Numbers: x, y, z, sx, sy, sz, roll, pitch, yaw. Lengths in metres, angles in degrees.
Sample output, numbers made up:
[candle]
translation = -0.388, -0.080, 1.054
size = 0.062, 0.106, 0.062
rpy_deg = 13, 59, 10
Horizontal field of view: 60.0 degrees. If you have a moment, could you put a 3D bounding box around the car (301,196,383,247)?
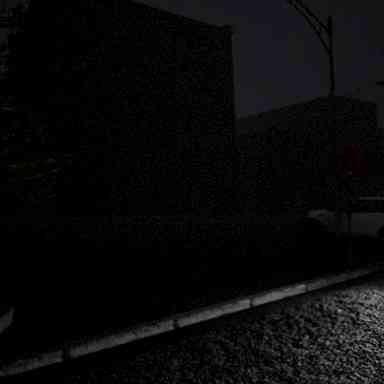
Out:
[car]
translation = 7.483, 1.201, 14.386
size = 2.435, 2.045, 5.566
rpy_deg = 0, 0, -36
